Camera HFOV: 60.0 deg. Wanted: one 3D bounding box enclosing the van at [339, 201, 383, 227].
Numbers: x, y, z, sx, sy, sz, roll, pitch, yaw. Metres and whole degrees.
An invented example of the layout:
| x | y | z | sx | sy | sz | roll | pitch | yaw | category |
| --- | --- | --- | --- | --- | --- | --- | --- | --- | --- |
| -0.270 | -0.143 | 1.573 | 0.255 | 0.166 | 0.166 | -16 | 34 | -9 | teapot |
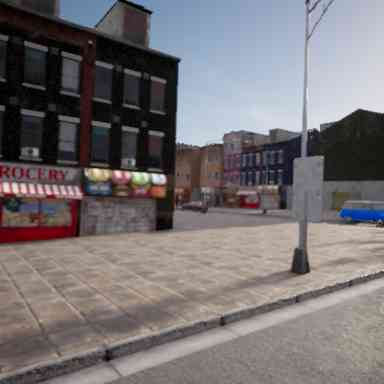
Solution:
| x | y | z | sx | sy | sz | roll | pitch | yaw | category |
| --- | --- | --- | --- | --- | --- | --- | --- | --- | --- |
| 13.155 | 1.572 | 24.831 | 1.690 | 1.788 | 3.998 | 3 | -2 | -35 | van |

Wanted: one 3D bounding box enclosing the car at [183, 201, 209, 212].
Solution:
| x | y | z | sx | sy | sz | roll | pitch | yaw | category |
| --- | --- | --- | --- | --- | --- | --- | --- | --- | --- |
| 0.481 | 1.824 | 42.652 | 1.802 | 1.307 | 4.206 | 3 | -2 | -35 | car |
